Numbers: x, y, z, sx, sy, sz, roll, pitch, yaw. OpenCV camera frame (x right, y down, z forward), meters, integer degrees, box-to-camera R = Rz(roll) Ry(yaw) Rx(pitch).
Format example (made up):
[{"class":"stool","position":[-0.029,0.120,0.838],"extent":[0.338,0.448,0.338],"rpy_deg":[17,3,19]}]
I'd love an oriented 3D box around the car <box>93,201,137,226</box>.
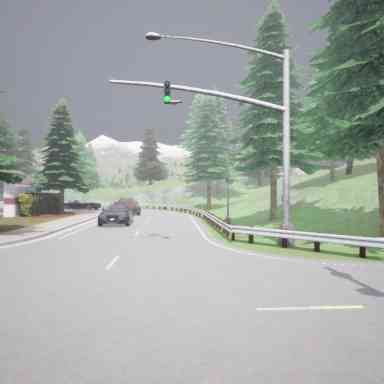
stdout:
[{"class":"car","position":[-5.152,1.529,22.780],"extent":[1.994,1.385,4.181],"rpy_deg":[0,0,-5]}]

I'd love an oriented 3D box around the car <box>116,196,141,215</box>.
[{"class":"car","position":[-6.442,1.304,32.521],"extent":[2.097,1.767,4.553],"rpy_deg":[0,0,-22]}]

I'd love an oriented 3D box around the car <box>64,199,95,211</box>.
[{"class":"car","position":[-13.369,1.546,39.944],"extent":[4.718,1.301,1.895],"rpy_deg":[0,0,11]}]
